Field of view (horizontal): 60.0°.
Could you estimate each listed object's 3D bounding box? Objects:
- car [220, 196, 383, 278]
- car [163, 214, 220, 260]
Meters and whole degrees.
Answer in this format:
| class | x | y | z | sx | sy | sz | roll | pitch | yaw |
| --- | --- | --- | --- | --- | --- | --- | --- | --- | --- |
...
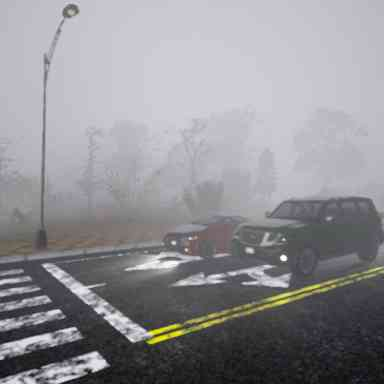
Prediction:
| class | x | y | z | sx | sy | sz | roll | pitch | yaw |
| --- | --- | --- | --- | --- | --- | --- | --- | --- | --- |
| car | 3.770 | 1.173 | 10.357 | 5.566 | 2.045 | 2.150 | 0 | 0 | -35 |
| car | 1.011 | 1.521 | 12.382 | 4.181 | 1.385 | 1.994 | 0 | 0 | -35 |
